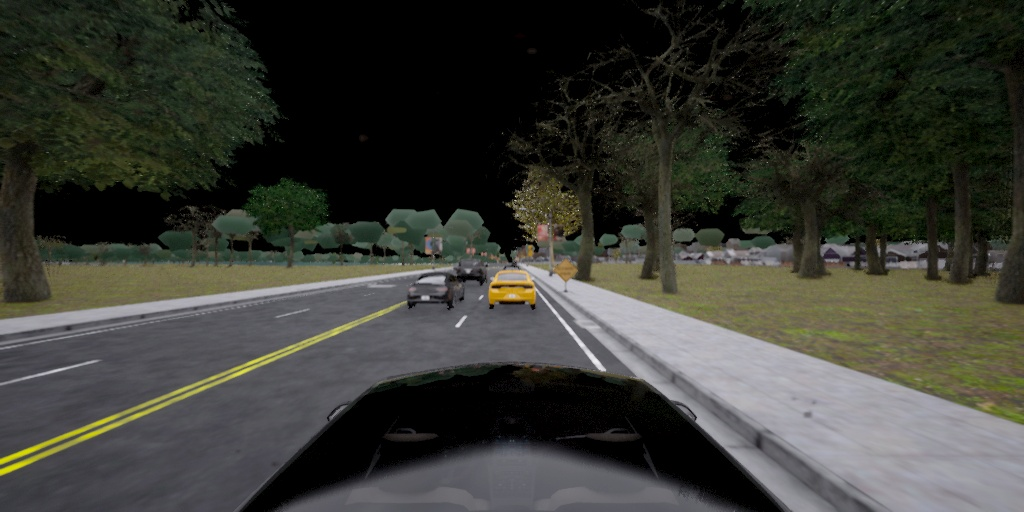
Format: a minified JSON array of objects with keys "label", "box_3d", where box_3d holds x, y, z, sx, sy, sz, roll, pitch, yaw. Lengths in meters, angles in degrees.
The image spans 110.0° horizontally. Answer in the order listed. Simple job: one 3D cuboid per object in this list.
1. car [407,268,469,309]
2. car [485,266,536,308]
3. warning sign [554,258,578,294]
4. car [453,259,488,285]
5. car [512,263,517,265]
[{"label":"car","box_3d":[-3.226,1.424,15.738,1.812,1.442,4.674,0,0,1]},{"label":"car","box_3d":[0.029,1.380,16.083,1.882,1.535,5.008,0,0,1]},{"label":"warning sign","box_3d":[2.848,1.049,18.992,1.300,1.860,1.060,0,0,0]},{"label":"car","box_3d":[-3.244,1.275,29.417,2.150,2.045,5.566,0,0,0]},{"label":"car","box_3d":[0.019,1.567,30.346,1.837,1.490,4.892,0,0,0]}]
